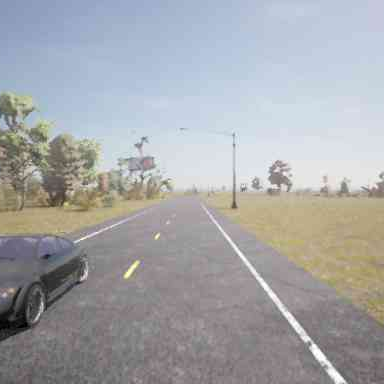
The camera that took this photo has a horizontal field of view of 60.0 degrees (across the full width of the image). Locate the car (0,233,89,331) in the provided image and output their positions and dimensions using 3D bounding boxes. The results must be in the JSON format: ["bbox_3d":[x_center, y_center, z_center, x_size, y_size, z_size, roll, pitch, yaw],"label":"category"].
[{"bbox_3d":[-3.599,1.564,6.802,1.994,1.385,4.181,0,0,0],"label":"car"}]
